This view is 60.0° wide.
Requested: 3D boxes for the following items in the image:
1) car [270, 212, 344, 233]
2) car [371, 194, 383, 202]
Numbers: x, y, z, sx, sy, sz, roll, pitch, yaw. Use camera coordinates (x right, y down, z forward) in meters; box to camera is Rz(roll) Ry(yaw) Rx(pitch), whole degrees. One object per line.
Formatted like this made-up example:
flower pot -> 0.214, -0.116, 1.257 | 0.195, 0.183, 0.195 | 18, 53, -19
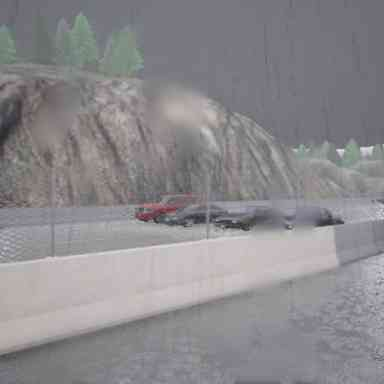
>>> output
car -> 6.119, 1.534, 17.801 | 5.357, 1.411, 2.033 | 0, 0, -40
car -> 29.280, 1.036, 51.368 | 4.892, 1.490, 1.837 | 0, 0, -41
